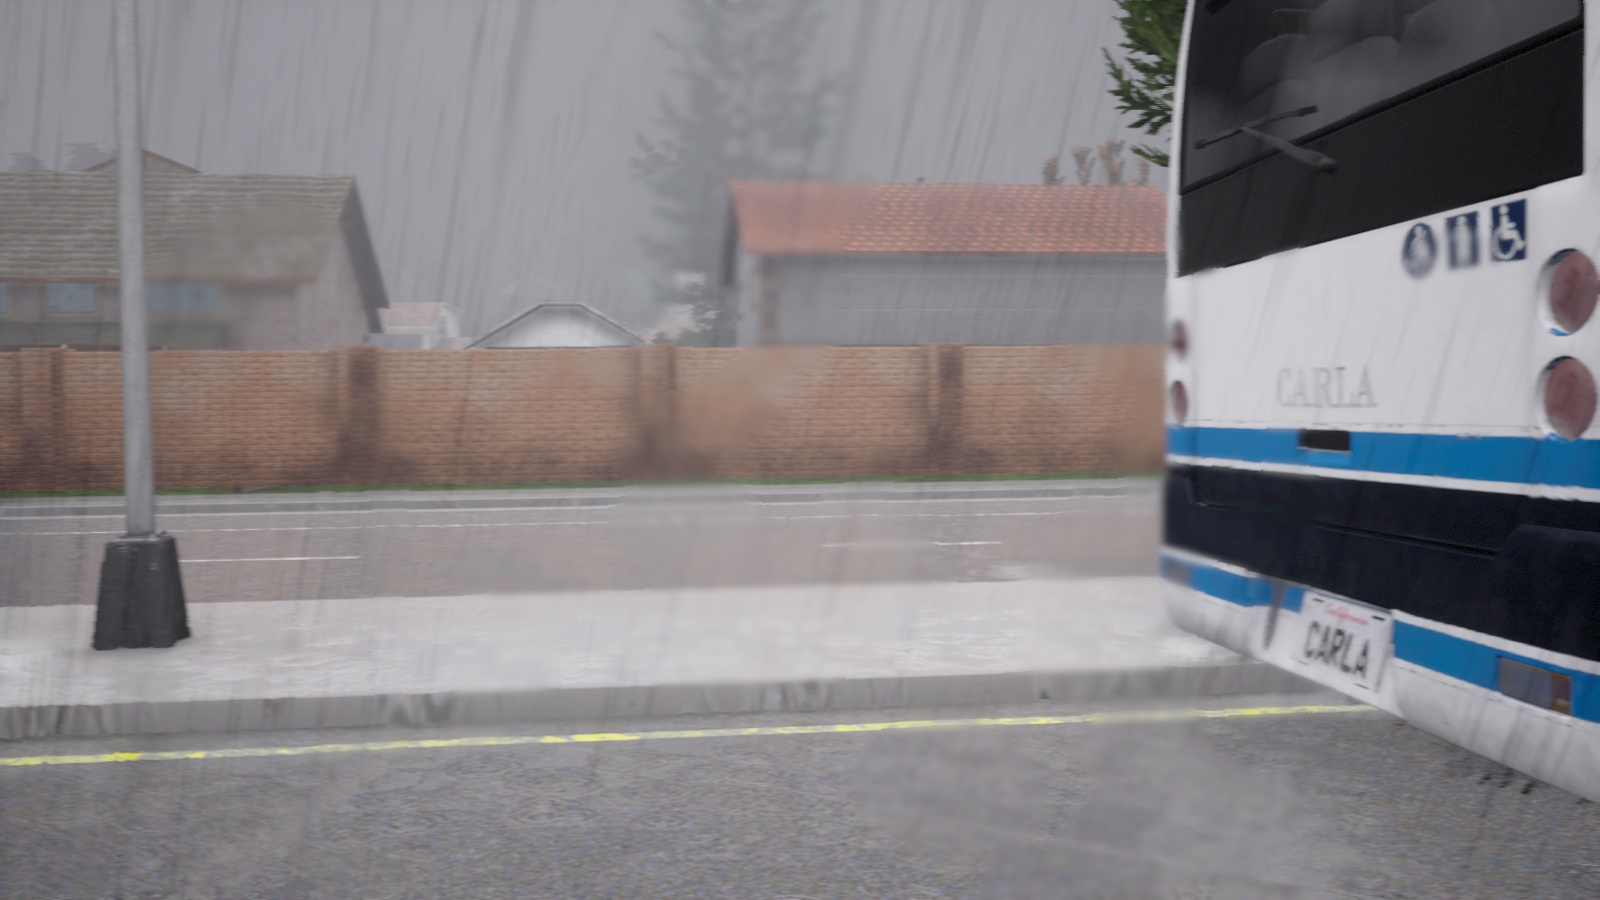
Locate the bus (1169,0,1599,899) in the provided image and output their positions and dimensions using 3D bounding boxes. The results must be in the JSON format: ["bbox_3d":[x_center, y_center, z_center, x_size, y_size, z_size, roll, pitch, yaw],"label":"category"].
[{"bbox_3d":[7.359,-0.676,5.489,10.273,4.253,3.944,0,2,-7],"label":"bus"}]
